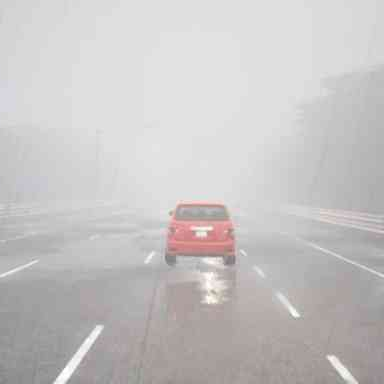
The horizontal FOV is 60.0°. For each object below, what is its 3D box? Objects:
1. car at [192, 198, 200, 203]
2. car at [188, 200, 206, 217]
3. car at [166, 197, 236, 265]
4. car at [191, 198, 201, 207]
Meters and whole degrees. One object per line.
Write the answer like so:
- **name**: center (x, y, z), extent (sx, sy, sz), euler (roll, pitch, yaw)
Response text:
- **car**: center (1.088, 2.208, 89.719), extent (1.895, 1.301, 4.718), euler (1, 0, 1)
- **car**: center (0.545, 1.730, 36.420), extent (1.882, 1.535, 5.008), euler (1, 0, 1)
- **car**: center (0.298, 1.310, 12.197), extent (2.150, 2.045, 5.566), euler (1, 0, 1)
- **car**: center (0.818, 1.962, 63.538), extent (1.812, 1.442, 4.674), euler (1, 0, 1)
